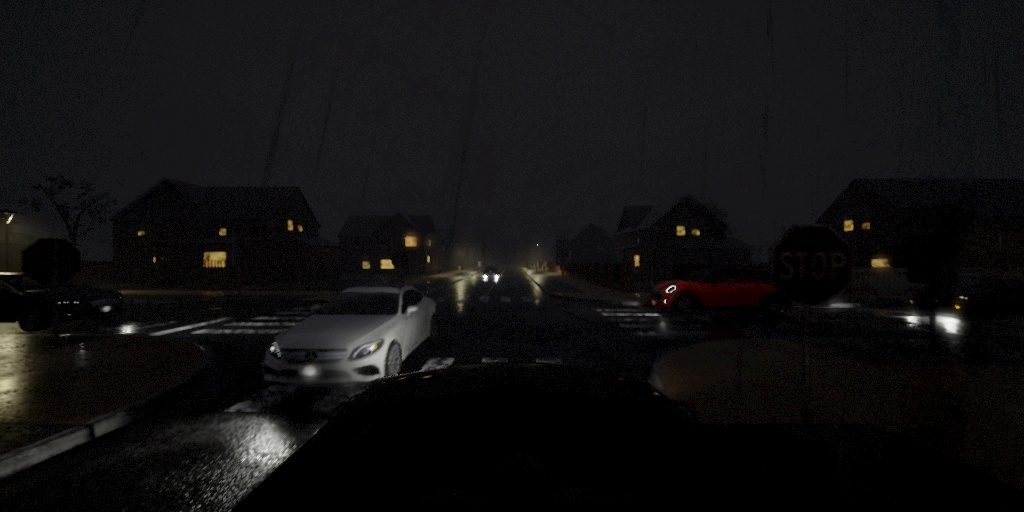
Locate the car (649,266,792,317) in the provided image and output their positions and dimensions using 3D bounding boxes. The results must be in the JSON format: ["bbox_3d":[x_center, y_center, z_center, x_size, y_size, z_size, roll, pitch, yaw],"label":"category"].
[{"bbox_3d":[7.662,1.211,13.540,4.553,1.767,2.097,0,0,5],"label":"car"}]

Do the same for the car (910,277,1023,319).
[{"bbox_3d":[17.522,1.480,13.230,4.181,1.385,1.994,0,0,0],"label":"car"}]

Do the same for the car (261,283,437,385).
[{"bbox_3d":[-2.743,1.311,7.198,1.812,1.442,4.674,0,0,0],"label":"car"}]

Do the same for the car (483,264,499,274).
[{"bbox_3d":[-2.721,1.675,47.538,1.895,1.301,4.718,0,-1,0],"label":"car"}]

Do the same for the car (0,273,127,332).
[{"bbox_3d":[-14.003,1.233,10.216,4.902,1.511,2.128,0,0,0],"label":"car"}]
